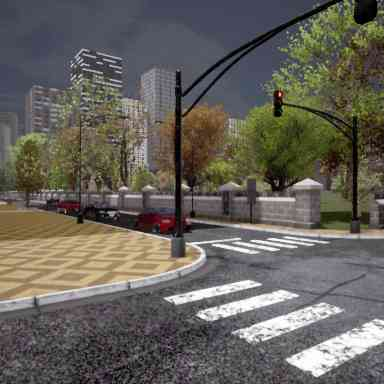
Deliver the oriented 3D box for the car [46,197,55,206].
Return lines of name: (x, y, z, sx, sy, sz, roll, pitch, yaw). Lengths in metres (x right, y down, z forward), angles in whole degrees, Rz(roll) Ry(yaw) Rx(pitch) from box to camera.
car: (-24.116, 1.672, 58.056, 2.128, 1.511, 4.902, 0, 0, -34)

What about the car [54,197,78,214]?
car: (-13.308, 1.577, 36.459, 1.882, 1.535, 5.008, 0, 0, -34)

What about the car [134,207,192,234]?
car: (-1.793, 1.604, 19.498, 1.994, 1.385, 4.181, 0, 0, -35)

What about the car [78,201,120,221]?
car: (-7.665, 1.562, 28.134, 2.128, 1.511, 4.902, 0, 0, -34)
